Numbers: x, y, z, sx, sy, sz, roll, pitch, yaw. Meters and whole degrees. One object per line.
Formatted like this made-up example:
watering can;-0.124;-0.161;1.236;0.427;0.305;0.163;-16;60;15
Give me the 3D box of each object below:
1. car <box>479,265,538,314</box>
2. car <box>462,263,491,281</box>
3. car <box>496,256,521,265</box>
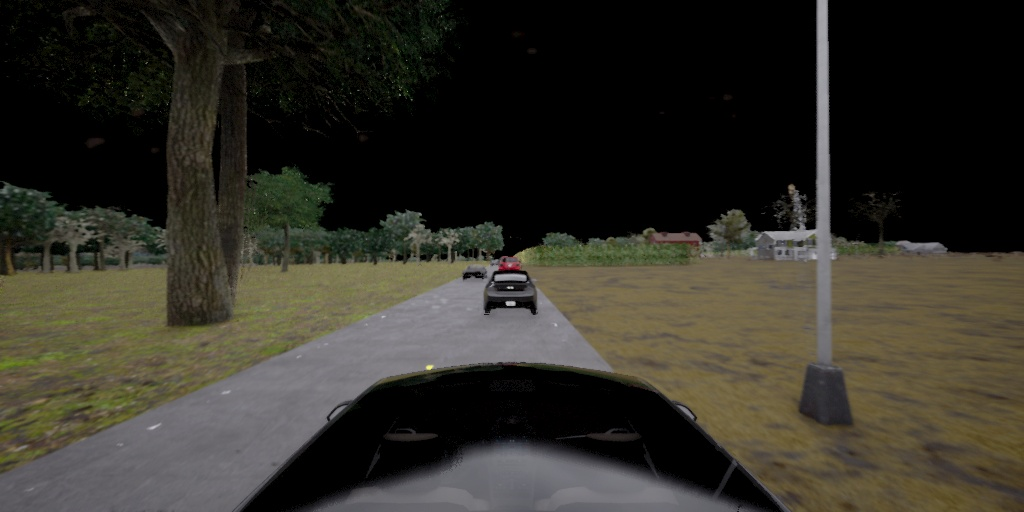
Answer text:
car;-0.066;1.273;13.858;1.837;1.490;4.892;0;0;0
car;-3.144;1.426;30.864;1.895;1.301;4.718;0;0;0
car;-0.246;1.055;37.388;2.150;2.045;5.566;0;0;0
